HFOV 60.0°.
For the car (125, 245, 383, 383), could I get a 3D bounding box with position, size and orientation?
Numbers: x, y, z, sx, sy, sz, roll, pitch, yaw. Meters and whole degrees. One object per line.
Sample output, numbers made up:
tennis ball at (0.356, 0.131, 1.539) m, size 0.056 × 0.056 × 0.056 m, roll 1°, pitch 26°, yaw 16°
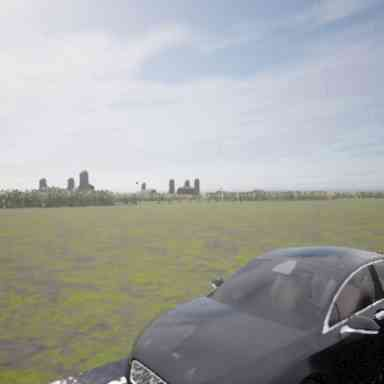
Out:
car at (1.532, 1.540, 4.292) m, size 4.892 × 1.490 × 1.837 m, roll 0°, pitch -1°, yaw -38°
